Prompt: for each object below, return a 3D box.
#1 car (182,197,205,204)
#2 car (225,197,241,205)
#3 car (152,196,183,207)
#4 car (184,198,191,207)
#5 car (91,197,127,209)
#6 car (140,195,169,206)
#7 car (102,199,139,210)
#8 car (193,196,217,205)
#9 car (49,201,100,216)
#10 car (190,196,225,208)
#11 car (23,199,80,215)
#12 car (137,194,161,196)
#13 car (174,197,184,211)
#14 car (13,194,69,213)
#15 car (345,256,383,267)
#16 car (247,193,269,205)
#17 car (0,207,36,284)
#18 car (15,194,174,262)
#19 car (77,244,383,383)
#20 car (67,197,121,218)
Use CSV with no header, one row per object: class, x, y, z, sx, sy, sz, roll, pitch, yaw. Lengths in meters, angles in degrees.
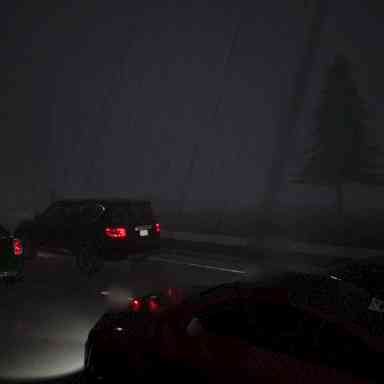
car,0.357,1.601,62.474,1.895,1.301,4.718,0,0,37
car,6.871,1.600,59.504,1.895,1.301,4.718,0,0,37
car,-3.734,1.478,50.998,1.882,1.535,5.008,0,0,36
car,-0.070,1.547,50.081,2.033,1.411,5.357,0,0,36
car,-11.465,1.505,46.353,1.837,1.490,4.892,0,0,36
car,-6.046,1.352,53.761,2.097,1.767,4.553,0,0,36
car,-9.284,1.601,43.408,1.895,1.301,4.718,0,0,36
car,2.344,1.526,59.275,1.812,1.442,4.674,0,0,37
car,-11.879,1.601,33.925,1.895,1.301,4.718,0,0,36
car,2.253,1.601,47.327,1.895,1.301,4.718,0,0,36
car,-14.933,1.547,35.679,2.033,1.411,5.357,0,0,36
car,-6.118,1.221,41.811,2.150,2.045,5.566,0,0,36
car,-3.651,1.547,39.254,2.033,1.411,5.357,0,0,36
car,-17.317,1.222,38.349,2.150,2.045,5.566,0,0,36
car,4.671,1.478,4.956,5.008,1.535,1.882,0,0,35
car,12.197,1.226,60.797,2.150,2.045,5.566,0,0,37
car,-6.249,1.352,8.414,4.553,1.767,2.097,0,0,36
car,-3.505,1.221,10.755,5.566,2.045,2.150,0,0,36
car,0.802,1.564,3.417,4.181,1.385,1.994,0,0,35
car,-9.235,1.352,31.604,2.097,1.767,4.553,0,0,36
